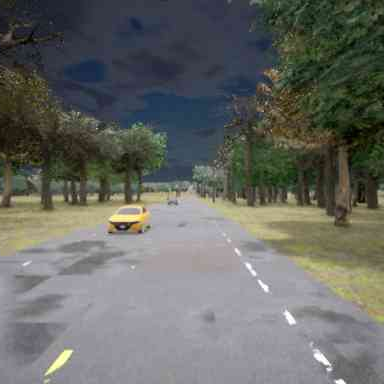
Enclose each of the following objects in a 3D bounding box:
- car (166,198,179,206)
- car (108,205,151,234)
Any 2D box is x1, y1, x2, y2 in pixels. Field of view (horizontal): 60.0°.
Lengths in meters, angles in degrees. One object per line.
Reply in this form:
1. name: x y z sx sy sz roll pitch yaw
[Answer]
1. car: -3.547 1.783 61.642 1.812 1.442 4.674 0 0 1
2. car: -3.604 1.543 19.779 1.882 1.535 5.008 0 0 0
